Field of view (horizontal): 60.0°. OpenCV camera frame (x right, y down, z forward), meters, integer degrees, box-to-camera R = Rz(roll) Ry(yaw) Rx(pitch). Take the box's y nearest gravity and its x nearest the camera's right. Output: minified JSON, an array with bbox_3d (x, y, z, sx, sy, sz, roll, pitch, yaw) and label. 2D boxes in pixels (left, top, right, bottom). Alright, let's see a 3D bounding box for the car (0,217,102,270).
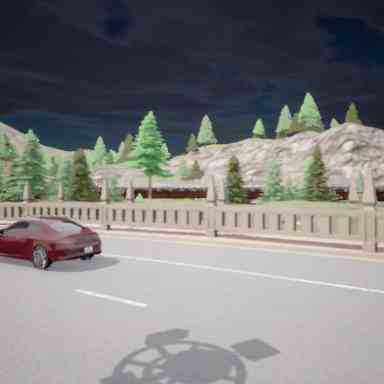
[{"bbox_3d":[-5.048,1.548,10.983,4.674,1.442,1.812,0,0,30],"label":"car"}]
